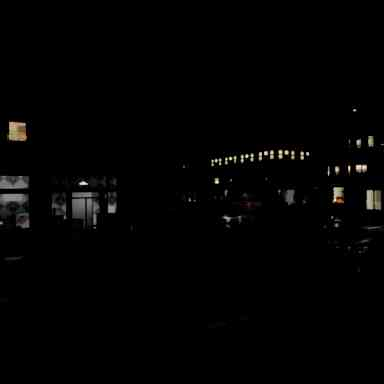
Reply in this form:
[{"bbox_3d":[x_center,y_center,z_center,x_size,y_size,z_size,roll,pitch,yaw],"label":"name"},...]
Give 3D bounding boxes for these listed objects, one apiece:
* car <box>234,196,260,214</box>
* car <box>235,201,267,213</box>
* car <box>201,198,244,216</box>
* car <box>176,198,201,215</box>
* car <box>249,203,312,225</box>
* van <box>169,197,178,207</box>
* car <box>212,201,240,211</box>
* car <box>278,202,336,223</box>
[{"bbox_3d":[6.018,1.553,40.349,2.150,2.045,5.566,-1,0,-29],"label":"car"},{"bbox_3d":[7.554,1.904,42.886,1.802,1.307,4.206,-1,0,-29],"label":"car"},{"bbox_3d":[3.447,1.837,38.396,1.882,1.535,5.008,-1,0,-29],"label":"car"},{"bbox_3d":[0.249,1.847,38.773,1.967,1.590,4.097,-1,0,-29],"label":"car"},{"bbox_3d":[6.955,1.814,26.621,1.947,1.339,4.313,-1,0,-29],"label":"car"},{"bbox_3d":[-3.313,1.909,62.179,1.690,1.788,3.998,-1,0,-29],"label":"van"},{"bbox_3d":[4.839,1.967,47.709,1.802,1.307,4.206,-1,0,-29],"label":"car"},{"bbox_3d":[9.520,1.708,27.606,2.128,1.511,4.902,-1,0,-29],"label":"car"}]
